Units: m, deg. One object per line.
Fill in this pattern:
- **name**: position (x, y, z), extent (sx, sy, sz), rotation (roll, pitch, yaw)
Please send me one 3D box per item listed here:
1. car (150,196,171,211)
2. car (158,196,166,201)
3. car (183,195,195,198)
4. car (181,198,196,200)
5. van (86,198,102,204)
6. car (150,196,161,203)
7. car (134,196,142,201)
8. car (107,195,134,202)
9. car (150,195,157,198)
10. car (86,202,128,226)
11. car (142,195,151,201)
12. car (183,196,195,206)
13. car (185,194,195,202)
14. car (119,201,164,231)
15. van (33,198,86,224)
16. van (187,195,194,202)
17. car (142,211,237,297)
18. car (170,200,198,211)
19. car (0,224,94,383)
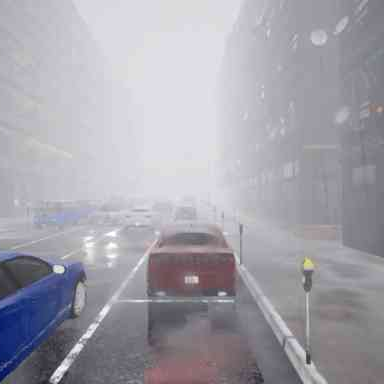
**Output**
- **car**: position (-2.926, 1.522, 34.747), extent (1.882, 1.535, 5.008), rotation (0, 0, 0)
- **car**: position (-8.325, 1.846, 92.652), extent (1.802, 1.307, 4.206), rotation (1, 0, 0)
- **car**: position (-0.428, 1.490, 37.286), extent (1.967, 1.590, 4.097), rotation (1, 0, 0)
- **car**: position (-0.438, 1.582, 31.754), extent (1.887, 1.381, 4.507), rotation (1, 0, 0)
- **van**: position (-8.313, 1.368, 26.285), extent (1.690, 1.788, 3.998), rotation (1, 0, 0)
- **car**: position (-8.322, 1.725, 76.059), extent (1.887, 1.381, 4.507), rotation (1, 0, 0)
- **car**: position (-8.313, 1.379, 42.876), extent (2.192, 1.841, 5.009), rotation (1, 0, 0)
- **car**: position (-8.313, 1.365, 37.346), extent (2.192, 1.841, 5.009), rotation (1, 0, 0)
- **car**: position (-8.316, 1.471, 70.528), extent (2.192, 1.841, 5.009), rotation (1, 0, 0)
- **car**: position (-5.870, 1.623, 23.551), extent (1.895, 1.301, 4.718), rotation (0, 0, 0)
- **car**: position (-8.320, 1.660, 53.938), extent (1.947, 1.339, 4.313), rotation (1, 0, 0)
- **car**: position (-0.472, 1.553, 59.411), extent (1.967, 1.590, 4.097), rotation (1, 0, 0)
- **car**: position (-0.471, 1.521, 81.536), extent (2.192, 1.841, 5.009), rotation (1, 0, 0)
- **car**: position (-3.021, 1.543, 20.767), extent (1.812, 1.442, 4.674), rotation (0, 0, 0)
- **van**: position (-8.312, 1.358, 20.753), extent (1.690, 1.788, 3.998), rotation (2, 0, 0)
- **van**: position (-0.473, 1.575, 87.068), extent (1.690, 1.788, 3.998), rotation (1, 0, 0)
- **car**: position (-0.006, 1.482, 8.653), extent (1.882, 1.535, 5.008), rotation (0, 0, 0)
- **car**: position (-0.437, 1.572, 26.224), extent (1.887, 1.381, 4.507), rotation (1, 0, 0)
- **car**: position (-2.922, 1.480, 4.316), extent (1.882, 1.535, 5.008), rotation (0, 0, 0)
